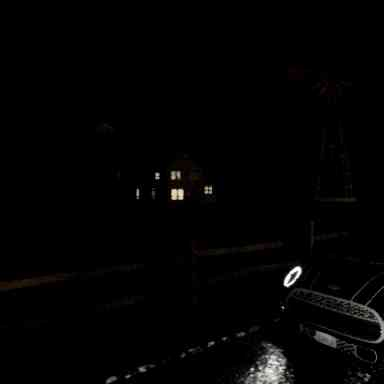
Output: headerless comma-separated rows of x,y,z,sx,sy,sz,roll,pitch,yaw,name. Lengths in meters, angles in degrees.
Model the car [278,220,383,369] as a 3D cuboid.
3.551,1.300,5.641,4.553,1.767,2.097,-1,0,-36,car
